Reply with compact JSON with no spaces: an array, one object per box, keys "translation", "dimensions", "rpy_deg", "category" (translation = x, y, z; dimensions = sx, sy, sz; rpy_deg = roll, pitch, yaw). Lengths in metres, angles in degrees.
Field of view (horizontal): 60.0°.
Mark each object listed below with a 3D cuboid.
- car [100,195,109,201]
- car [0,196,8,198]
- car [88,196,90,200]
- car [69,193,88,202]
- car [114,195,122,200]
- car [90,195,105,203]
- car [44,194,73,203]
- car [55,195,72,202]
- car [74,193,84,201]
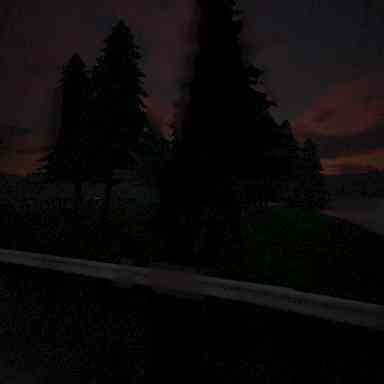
[{"translation":[-23.155,1.553,88.302],"dimensions":[1.994,1.385,4.181],"rpy_deg":[0,0,-10],"category":"car"},{"translation":[-39.964,1.540,69.270],"dimensions":[2.033,1.411,5.357],"rpy_deg":[0,0,5],"category":"car"},{"translation":[-26.827,1.553,89.233],"dimensions":[1.994,1.385,4.181],"rpy_deg":[0,0,-10],"category":"car"},{"translation":[-25.698,1.225,73.920],"dimensions":[2.150,2.045,5.566],"rpy_deg":[0,0,1],"category":"car"},{"translation":[-19.365,1.500,86.701],"dimensions":[1.837,1.490,4.892],"rpy_deg":[0,0,-10],"category":"car"},{"translation":[-19.024,1.502,69.508],"dimensions":[2.128,1.511,4.902],"rpy_deg":[0,0,1],"category":"car"},{"translation":[-23.790,1.547,58.491],"dimensions":[2.033,1.411,5.357],"rpy_deg":[0,0,11],"category":"car"},{"translation":[-29.196,1.525,75.570],"dimensions":[2.128,1.511,4.902],"rpy_deg":[0,0,-3],"category":"car"},{"translation":[-30.605,1.225,90.537],"dimensions":[2.150,2.045,5.566],"rpy_deg":[0,0,-14],"category":"car"}]
